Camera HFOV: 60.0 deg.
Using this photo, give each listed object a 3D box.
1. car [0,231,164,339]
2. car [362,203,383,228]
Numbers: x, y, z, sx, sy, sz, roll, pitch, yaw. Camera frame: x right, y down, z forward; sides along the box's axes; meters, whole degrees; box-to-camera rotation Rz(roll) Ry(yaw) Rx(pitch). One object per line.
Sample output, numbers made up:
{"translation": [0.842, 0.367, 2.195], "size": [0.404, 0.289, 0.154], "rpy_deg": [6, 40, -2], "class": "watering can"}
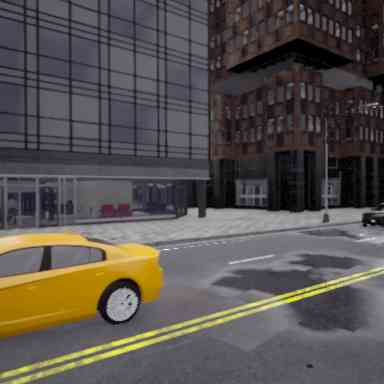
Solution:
{"translation": [-2.888, 1.475, 5.562], "size": [5.008, 1.535, 1.882], "rpy_deg": [0, 0, -35], "class": "car"}
{"translation": [12.434, 1.399, 20.533], "size": [5.008, 1.535, 1.882], "rpy_deg": [0, 0, -35], "class": "car"}
